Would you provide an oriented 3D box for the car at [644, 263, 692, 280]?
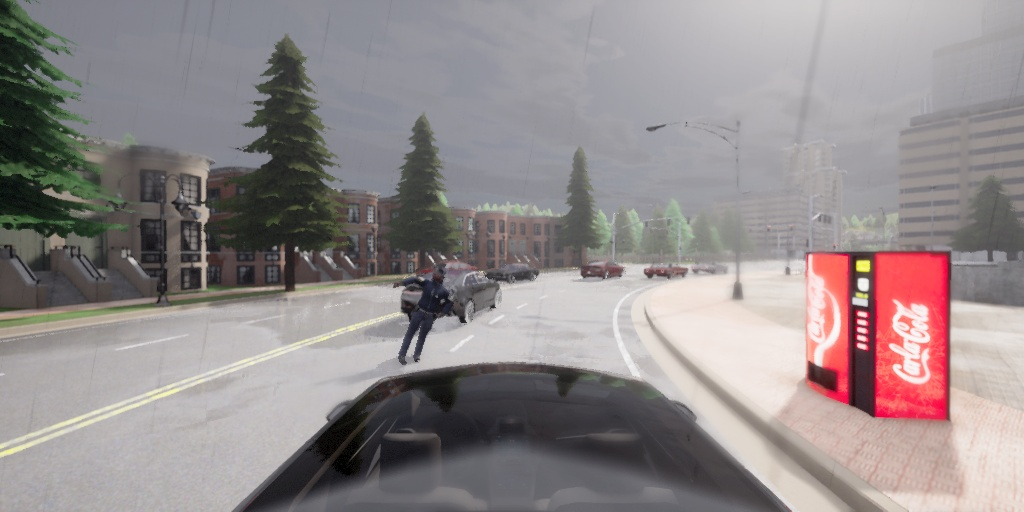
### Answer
[{"bbox_3d":[12.729,1.199,29.426,4.718,1.301,1.895,0,0,-44],"label":"car"}]

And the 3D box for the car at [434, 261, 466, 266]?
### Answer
[{"bbox_3d":[-4.339,1.112,24.446,1.882,1.535,5.008,0,0,29],"label":"car"}]

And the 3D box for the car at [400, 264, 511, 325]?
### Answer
[{"bbox_3d":[-1.755,1.190,11.762,2.128,1.511,4.902,0,0,14],"label":"car"}]

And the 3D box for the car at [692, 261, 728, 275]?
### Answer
[{"bbox_3d":[19.922,1.161,35.974,4.718,1.301,1.895,0,0,-39],"label":"car"}]

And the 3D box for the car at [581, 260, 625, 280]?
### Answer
[{"bbox_3d":[7.396,1.082,28.899,1.882,1.535,5.008,0,0,40],"label":"car"}]

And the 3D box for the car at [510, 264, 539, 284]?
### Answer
[{"bbox_3d":[0.016,1.229,25.151,1.895,1.301,4.718,0,0,32],"label":"car"}]

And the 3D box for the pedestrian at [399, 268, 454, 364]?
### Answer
[{"bbox_3d":[-1.613,1.116,6.643,0.375,1.860,0.375,25,2,-38],"label":"pedestrian"}]

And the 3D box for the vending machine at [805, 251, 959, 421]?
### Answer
[{"bbox_3d":[4.541,0.928,4.565,1.100,2.100,0.880,0,0,7],"label":"vending machine"}]
